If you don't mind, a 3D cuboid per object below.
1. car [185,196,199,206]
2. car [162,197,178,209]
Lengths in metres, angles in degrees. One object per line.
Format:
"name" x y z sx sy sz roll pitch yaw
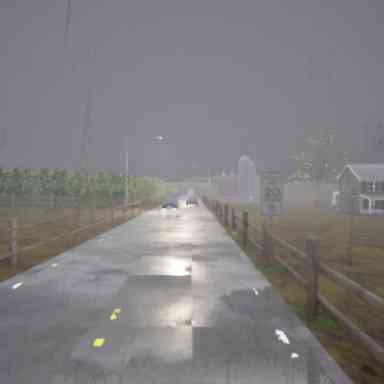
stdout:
"car" 0.008 1.307 49.054 2.033 1.411 5.357 0 0 0
"car" -2.743 1.343 42.782 2.033 1.411 5.357 0 0 0
